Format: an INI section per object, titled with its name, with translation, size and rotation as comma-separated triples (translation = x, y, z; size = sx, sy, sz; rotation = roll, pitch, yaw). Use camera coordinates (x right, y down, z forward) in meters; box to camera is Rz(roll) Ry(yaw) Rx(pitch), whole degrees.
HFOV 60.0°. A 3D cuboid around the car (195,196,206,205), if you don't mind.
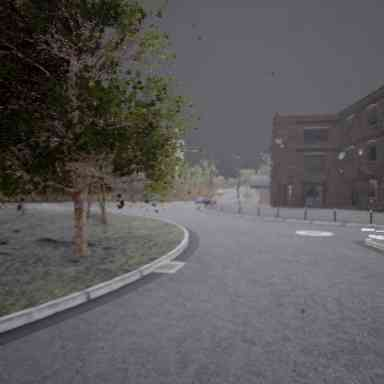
[car]
translation = 1.844, 1.439, 57.672
size = 2.033, 1.411, 5.357
rotation = 1, -1, 14
